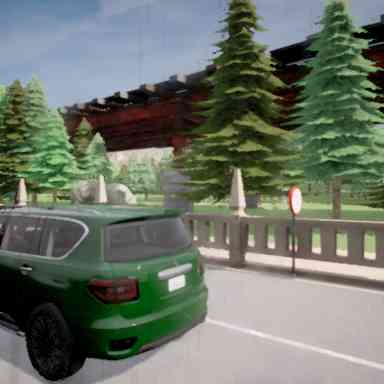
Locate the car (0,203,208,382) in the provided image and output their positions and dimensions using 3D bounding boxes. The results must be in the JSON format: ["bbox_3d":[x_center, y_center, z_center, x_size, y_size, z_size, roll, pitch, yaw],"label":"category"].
[{"bbox_3d":[-2.369,1.217,5.685,5.566,2.045,2.150,0,0,36],"label":"car"}]
